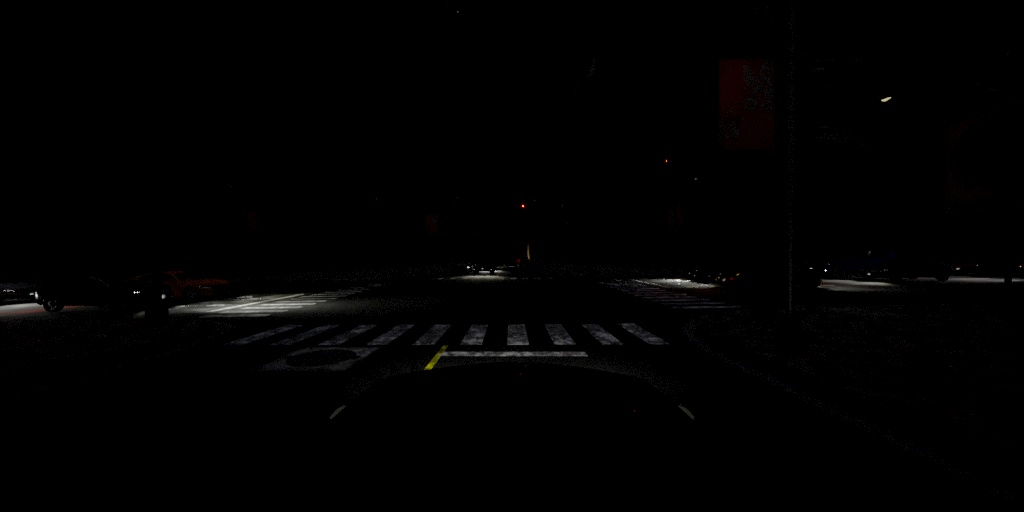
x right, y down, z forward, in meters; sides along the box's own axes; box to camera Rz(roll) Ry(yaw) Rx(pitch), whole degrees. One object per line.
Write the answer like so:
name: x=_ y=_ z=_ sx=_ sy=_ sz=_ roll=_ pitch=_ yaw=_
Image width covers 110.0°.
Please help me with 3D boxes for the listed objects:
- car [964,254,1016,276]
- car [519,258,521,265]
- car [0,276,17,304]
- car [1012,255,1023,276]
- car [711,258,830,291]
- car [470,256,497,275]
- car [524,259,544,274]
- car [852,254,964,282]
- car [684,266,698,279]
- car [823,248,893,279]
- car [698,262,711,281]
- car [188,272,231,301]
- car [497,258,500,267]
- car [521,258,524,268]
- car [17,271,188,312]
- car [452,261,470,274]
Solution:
car: x=34.357 y=0.605 z=25.640 sx=4.902 sy=1.511 sz=2.128 roll=-1 pitch=0 yaw=0
car: x=2.661 y=1.311 z=57.422 sx=2.007 sy=1.370 sz=4.403 roll=0 pitch=0 yaw=0
car: x=-27.622 y=1.763 z=18.861 sx=4.674 sy=1.442 sz=1.812 roll=-1 pitch=0 yaw=0
car: x=34.924 y=0.710 z=22.394 sx=4.718 sy=1.301 sz=1.895 roll=-1 pitch=0 yaw=0
car: x=13.463 y=1.014 z=18.878 sx=4.674 sy=1.442 sz=1.812 roll=-1 pitch=0 yaw=0
car: x=-3.121 y=0.976 z=40.441 sx=2.150 sy=2.045 sz=5.566 roll=0 pitch=0 yaw=0
car: x=2.738 y=1.305 z=41.089 sx=2.007 sy=1.370 sz=4.403 roll=0 pitch=0 yaw=0
car: x=24.617 y=0.812 z=22.389 sx=4.674 sy=1.442 sz=1.812 roll=-1 pitch=0 yaw=0
car: x=14.661 y=1.020 z=25.621 sx=4.181 sy=1.385 sz=1.994 roll=-1 pitch=0 yaw=0
car: x=24.137 y=0.510 z=25.636 sx=5.566 sy=2.045 sz=2.150 roll=-1 pitch=0 yaw=0
car: x=14.734 y=0.965 z=22.351 sx=4.892 sy=1.490 sz=1.837 roll=-1 pitch=0 yaw=2
car: x=-17.647 y=1.528 z=18.878 sx=5.008 sy=1.535 sz=1.882 roll=-1 pitch=0 yaw=2
car: x=-3.165 y=1.322 z=50.530 sx=1.994 sy=1.385 sz=4.181 roll=0 pitch=0 yaw=0
car: x=2.686 y=1.303 z=51.978 sx=1.888 sy=1.381 sz=4.507 roll=0 pitch=0 yaw=0
car: x=-17.625 y=1.546 z=15.634 sx=4.902 sy=1.511 sz=2.128 roll=-1 pitch=0 yaw=2
car: x=-5.787 y=1.305 z=41.053 sx=2.007 sy=1.370 sz=4.403 roll=0 pitch=0 yaw=0
